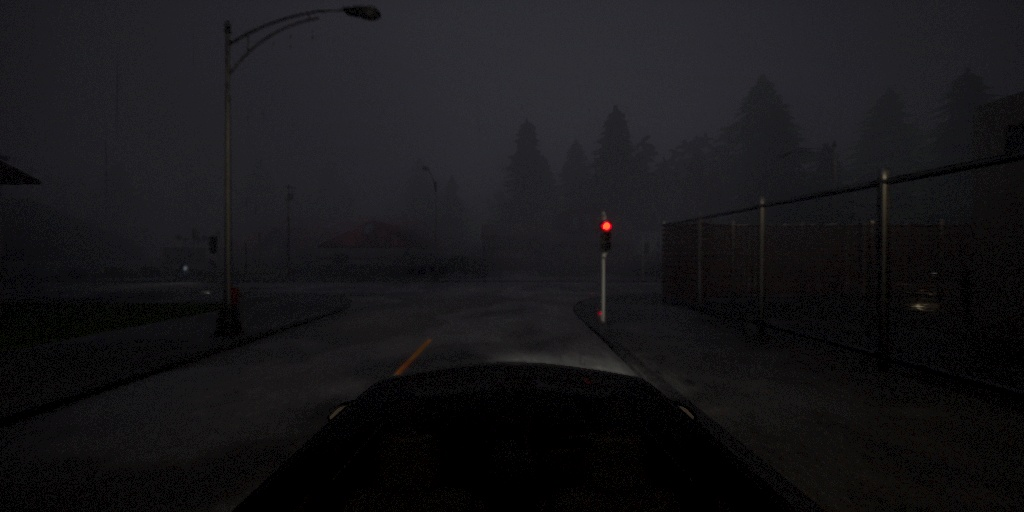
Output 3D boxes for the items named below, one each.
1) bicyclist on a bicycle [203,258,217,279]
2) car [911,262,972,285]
[{"bbox_3d":[-23.977,1.000,28.634,0.582,1.620,1.656,0,1,0],"label":"bicyclist on a bicycle"},{"bbox_3d":[30.331,1.142,24.443,5.008,1.535,1.882,0,0,0],"label":"car"}]
